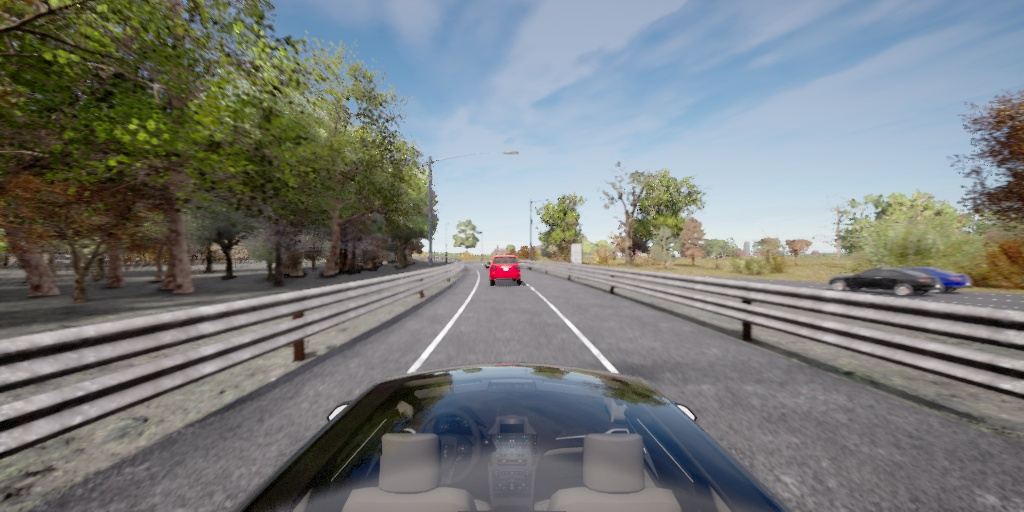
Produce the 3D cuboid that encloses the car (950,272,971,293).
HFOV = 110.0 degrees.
[{"bbox_3d":[24.606,1.382,22.155,1.812,1.442,4.674,0,0,-22],"label":"car"}]

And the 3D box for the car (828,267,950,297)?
[{"bbox_3d":[21.363,1.394,20.840,1.812,1.442,4.674,0,0,-22],"label":"car"}]

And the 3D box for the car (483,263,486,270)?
[{"bbox_3d":[-3.132,1.337,52.151,1.895,1.301,4.718,0,0,-8],"label":"car"}]

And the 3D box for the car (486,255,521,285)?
[{"bbox_3d":[-0.598,0.970,26.405,2.150,2.045,5.566,0,0,-4],"label":"car"}]
